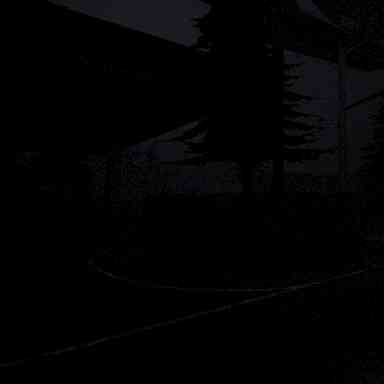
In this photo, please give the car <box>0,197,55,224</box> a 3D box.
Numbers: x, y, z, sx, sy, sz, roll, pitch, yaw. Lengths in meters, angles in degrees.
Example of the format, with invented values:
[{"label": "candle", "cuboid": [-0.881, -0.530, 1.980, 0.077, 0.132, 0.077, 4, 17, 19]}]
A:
[{"label": "car", "cuboid": [-11.900, 1.313, 23.522, 3.866, 1.878, 1.905, 0, 0, -36]}]
